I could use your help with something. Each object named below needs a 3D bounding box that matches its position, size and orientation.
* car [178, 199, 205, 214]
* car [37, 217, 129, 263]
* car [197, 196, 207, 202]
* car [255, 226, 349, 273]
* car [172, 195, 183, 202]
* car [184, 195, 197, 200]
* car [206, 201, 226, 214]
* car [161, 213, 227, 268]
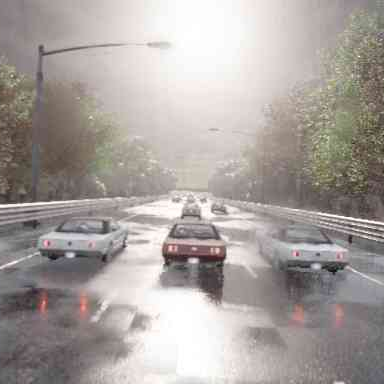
[{"bbox_3d":[-0.083,1.728,30.731,2.033,1.411,5.357,3,0,0],"label":"car"},{"bbox_3d":[-3.455,1.514,11.645,1.895,1.301,4.718,3,0,0],"label":"car"},{"bbox_3d":[3.006,2.129,91.292,1.837,1.490,4.892,3,0,0],"label":"car"},{"bbox_3d":[3.540,1.838,11.690,1.895,1.301,4.718,3,0,0],"label":"car"},{"bbox_3d":[-3.916,1.786,80.753,2.128,1.511,4.902,3,0,0],"label":"car"},{"bbox_3d":[-0.380,1.920,74.738,1.812,1.442,4.674,3,0,0],"label":"car"},{"bbox_3d":[3.331,1.953,42.752,2.033,1.411,5.357,3,0,0],"label":"car"},{"bbox_3d":[0.043,1.676,11.668,1.895,1.301,4.718,3,0,0],"label":"car"}]
